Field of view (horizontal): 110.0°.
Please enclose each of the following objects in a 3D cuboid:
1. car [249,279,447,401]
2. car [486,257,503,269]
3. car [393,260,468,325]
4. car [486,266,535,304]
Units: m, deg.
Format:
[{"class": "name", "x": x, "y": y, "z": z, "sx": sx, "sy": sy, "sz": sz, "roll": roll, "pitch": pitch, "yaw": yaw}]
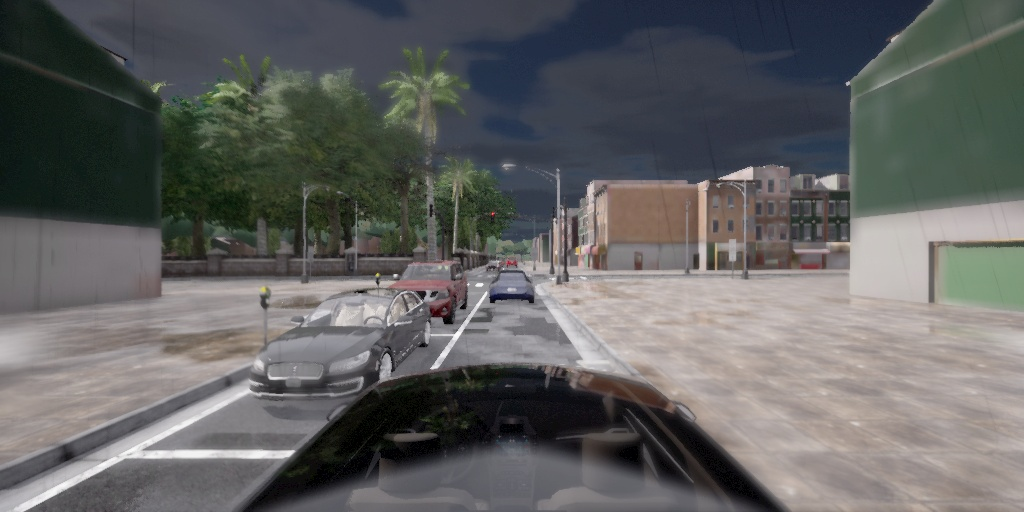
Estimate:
[{"class": "car", "x": -2.638, "y": 1.299, "z": 6.515, "sx": 2.007, "sy": 1.370, "sz": 4.403, "roll": 0, "pitch": 0, "yaw": 0}, {"class": "car", "x": -2.638, "y": 1.293, "z": 50.124, "sx": 1.967, "sy": 1.591, "sz": 4.097, "roll": 0, "pitch": 0, "yaw": 0}, {"class": "car", "x": -2.638, "y": 1.067, "z": 11.978, "sx": 2.192, "sy": 1.841, "sz": 5.009, "roll": 0, "pitch": 0, "yaw": 0}, {"class": "car", "x": 0.000, "y": 1.331, "z": 16.501, "sx": 1.994, "sy": 1.385, "sz": 4.181, "roll": 0, "pitch": 0, "yaw": 0}]
